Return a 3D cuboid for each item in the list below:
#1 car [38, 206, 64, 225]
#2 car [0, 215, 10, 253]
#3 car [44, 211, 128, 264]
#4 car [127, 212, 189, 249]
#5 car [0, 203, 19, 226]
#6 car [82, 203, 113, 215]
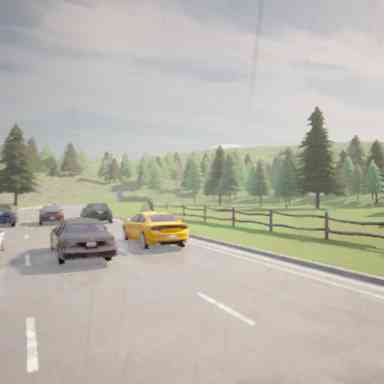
[{"bbox_3d":[-11.523,1.834,27.294,1.812,1.442,4.674,0,0,-25],"label":"car"},{"bbox_3d":[-7.698,1.731,11.691,1.895,1.301,4.718,0,-1,-26],"label":"car"},{"bbox_3d":[-4.250,1.692,12.609,2.033,1.411,5.357,0,-1,-26],"label":"car"},{"bbox_3d":[-1.876,1.661,15.720,1.882,1.535,5.008,0,0,-26],"label":"car"},{"bbox_3d":[-14.447,1.633,25.289,2.097,1.767,4.553,0,-1,-25],"label":"car"},{"bbox_3d":[-8.191,1.677,28.426,2.097,1.767,4.553,0,-1,-25],"label":"car"}]
